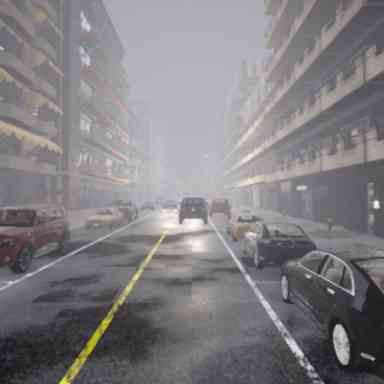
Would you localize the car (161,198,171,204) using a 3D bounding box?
[{"bbox_3d":[-5.706,1.981,72.309,1.802,1.307,4.206,1,0,0],"label":"car"}]

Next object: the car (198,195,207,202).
[{"bbox_3d":[2.671,1.809,88.984,2.192,1.841,5.009,1,0,0],"label":"car"}]

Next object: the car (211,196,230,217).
[{"bbox_3d":[2.692,1.494,33.305,2.192,1.841,5.009,1,0,0],"label":"car"}]

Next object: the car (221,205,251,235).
[{"bbox_3d":[2.695,1.615,16.771,1.752,1.417,4.829,1,0,0],"label":"car"}]

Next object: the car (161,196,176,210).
[{"bbox_3d":[-3.095,1.741,48.415,1.882,1.535,5.008,0,0,0],"label":"car"}]

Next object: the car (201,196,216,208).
[{"bbox_3d":[2.683,1.618,55.576,2.192,1.841,5.009,1,0,0],"label":"car"}]

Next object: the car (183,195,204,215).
[{"bbox_3d":[0.076,1.432,38.461,2.150,2.045,5.566,0,0,-2],"label":"car"}]

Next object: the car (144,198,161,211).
[{"bbox_3d":[-5.696,1.808,44.471,1.947,1.339,4.313,1,0,0],"label":"car"}]

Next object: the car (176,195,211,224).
[{"bbox_3d":[0.097,1.362,26.144,2.150,2.045,5.566,0,0,0],"label":"car"}]

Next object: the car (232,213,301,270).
[{"bbox_3d":[2.697,1.609,11.033,2.008,1.369,4.403,1,0,0],"label":"car"}]

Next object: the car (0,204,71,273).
[{"bbox_3d":[-5.681,1.375,11.065,2.192,1.841,5.009,1,0,0],"label":"car"}]

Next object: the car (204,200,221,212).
[{"bbox_3d":[2.685,1.791,44.440,2.008,1.369,4.403,1,0,0],"label":"car"}]

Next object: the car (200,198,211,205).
[{"bbox_3d":[2.676,1.932,66.711,1.947,1.339,4.313,1,0,0],"label":"car"}]

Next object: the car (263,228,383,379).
[{"bbox_3d":[2.698,1.580,5.465,2.008,1.369,4.403,1,0,0],"label":"car"}]

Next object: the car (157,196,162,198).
[{"bbox_3d":[-5.699,1.650,61.175,2.192,1.841,5.009,1,0,0],"label":"car"}]

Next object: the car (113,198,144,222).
[{"bbox_3d":[-5.687,1.465,27.768,2.192,1.841,5.009,1,0,0],"label":"car"}]

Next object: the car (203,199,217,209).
[{"bbox_3d":[2.683,1.816,50.007,1.887,1.381,4.507,1,0,0],"label":"car"}]

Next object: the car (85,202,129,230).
[{"bbox_3d":[-5.688,1.644,22.029,1.752,1.417,4.829,1,0,0],"label":"car"}]
